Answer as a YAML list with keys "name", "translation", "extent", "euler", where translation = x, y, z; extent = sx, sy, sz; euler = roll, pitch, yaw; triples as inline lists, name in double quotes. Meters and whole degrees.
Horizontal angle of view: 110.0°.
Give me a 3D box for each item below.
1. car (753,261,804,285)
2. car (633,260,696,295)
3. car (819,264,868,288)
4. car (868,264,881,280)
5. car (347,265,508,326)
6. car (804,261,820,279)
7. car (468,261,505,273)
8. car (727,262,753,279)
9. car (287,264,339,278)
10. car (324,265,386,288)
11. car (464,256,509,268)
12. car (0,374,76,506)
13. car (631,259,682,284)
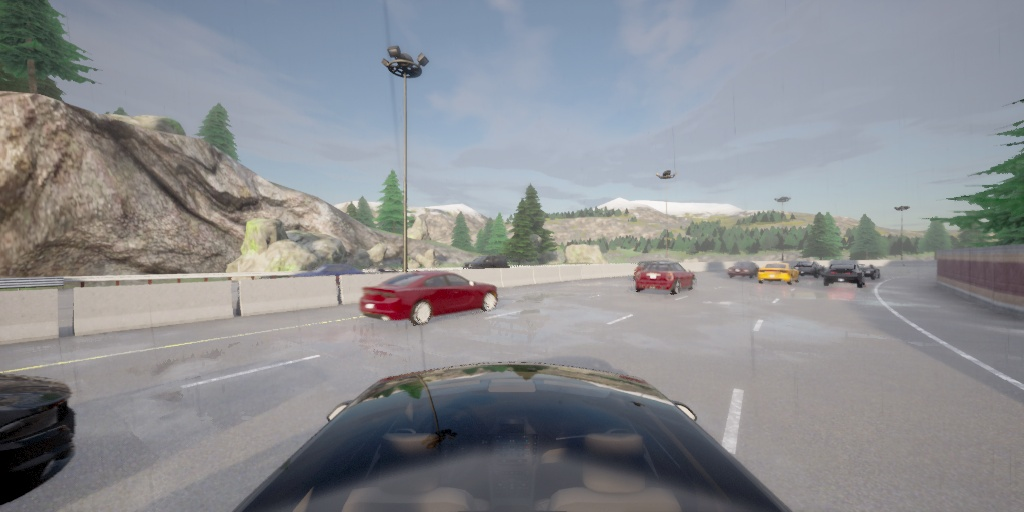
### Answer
- name: "car"
  translation: [19.667, 1.228, 26.372]
  extent: [5.008, 1.535, 1.882]
  euler: [0, 0, -44]
- name: "car"
  translation: [8.696, 1.102, 20.114]
  extent: [2.097, 1.767, 4.553]
  euler: [0, 0, 41]
- name: "car"
  translation: [22.427, 1.255, 24.169]
  extent: [4.892, 1.490, 1.837]
  euler: [0, 0, -43]
- name: "car"
  translation: [30.344, 1.351, 31.028]
  extent: [4.718, 1.301, 1.895]
  euler: [0, 0, -39]
- name: "car"
  translation: [-2.471, 1.227, 11.854]
  extent: [1.882, 1.535, 5.008]
  euler: [0, 0, 36]
- name: "car"
  translation: [27.584, 1.241, 33.275]
  extent: [4.902, 1.511, 2.128]
  euler: [0, 0, -39]
- name: "car"
  translation: [-3.107, 1.314, 43.555]
  extent: [4.181, 1.385, 1.994]
  euler: [0, 0, -45]
- name: "car"
  translation: [21.507, 1.297, 32.795]
  extent: [5.357, 1.411, 2.033]
  euler: [0, 0, -41]
- name: "car"
  translation: [-11.813, 1.276, 23.041]
  extent: [1.812, 1.442, 4.674]
  euler: [0, 0, 38]
- name: "car"
  translation: [-8.417, 1.351, 21.754]
  extent: [1.895, 1.301, 4.718]
  euler: [0, 0, 38]
- name: "car"
  translation: [-2.798, 0.971, 38.924]
  extent: [2.150, 2.045, 5.566]
  euler: [0, 0, 44]
- name: "car"
  translation: [-5.433, 1.228, 1.241]
  extent: [1.882, 1.535, 5.008]
  euler: [0, 0, 32]
- name: "car"
  translation: [11.345, 1.102, 28.047]
  extent: [2.097, 1.767, 4.553]
  euler: [0, 0, 44]
